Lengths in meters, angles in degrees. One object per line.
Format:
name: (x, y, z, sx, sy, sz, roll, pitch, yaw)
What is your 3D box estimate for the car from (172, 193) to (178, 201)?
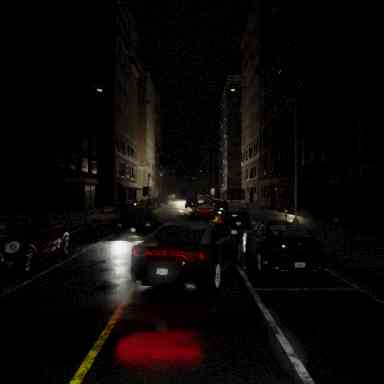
car: (-5.323, 1.513, 85.508, 2.008, 1.369, 4.403, 0, 0, 0)

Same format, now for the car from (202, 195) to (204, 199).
car: (2.674, 1.515, 48.374, 1.752, 1.417, 4.829, 0, 0, 0)

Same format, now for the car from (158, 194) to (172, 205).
car: (-5.343, 1.297, 59.044, 2.192, 1.841, 5.009, 0, 0, 0)

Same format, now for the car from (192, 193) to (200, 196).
car: (0.045, 1.459, 59.390, 1.882, 1.535, 5.008, 0, 0, 0)

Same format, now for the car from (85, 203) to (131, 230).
car: (-5.373, 1.524, 20.985, 1.752, 1.417, 4.829, 0, 0, 0)

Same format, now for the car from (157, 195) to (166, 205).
car: (-5.351, 1.540, 48.219, 2.008, 1.369, 4.403, 0, 0, 0)

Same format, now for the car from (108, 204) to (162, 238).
car: (-2.735, 1.563, 17.404, 1.994, 1.385, 4.181, 0, 0, 0)

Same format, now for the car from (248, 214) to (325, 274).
car: (2.644, 1.550, 10.314, 2.008, 1.369, 4.403, 0, 0, 0)

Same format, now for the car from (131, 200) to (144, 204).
car: (-5.369, 1.563, 26.568, 1.947, 1.339, 4.313, 0, 0, 0)

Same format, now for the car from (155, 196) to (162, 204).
car: (-5.356, 1.544, 42.806, 2.008, 1.369, 4.403, 0, 0, 0)

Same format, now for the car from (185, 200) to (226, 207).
car: (0.732, 1.454, 19.055, 1.801, 1.575, 5.366, 0, 0, 2)

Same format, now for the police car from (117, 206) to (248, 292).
police car: (0.147, 1.424, 9.278, 1.930, 1.638, 5.238, 0, 0, 17)

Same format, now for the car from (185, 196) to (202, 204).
car: (0.041, 1.555, 45.547, 1.994, 1.385, 4.181, 0, 0, 0)

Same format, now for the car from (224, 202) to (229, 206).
car: (2.652, 1.549, 21.140, 2.008, 1.369, 4.403, 0, 0, 0)

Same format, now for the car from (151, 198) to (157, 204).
car: (-5.360, 1.578, 37.393, 1.802, 1.307, 4.206, 0, 0, 0)

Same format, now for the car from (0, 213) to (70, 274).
car: (-5.381, 1.439, 10.330, 1.967, 1.590, 4.097, 0, 0, 0)

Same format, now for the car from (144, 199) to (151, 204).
car: (-5.364, 1.522, 31.810, 1.752, 1.417, 4.829, 0, 0, 0)
